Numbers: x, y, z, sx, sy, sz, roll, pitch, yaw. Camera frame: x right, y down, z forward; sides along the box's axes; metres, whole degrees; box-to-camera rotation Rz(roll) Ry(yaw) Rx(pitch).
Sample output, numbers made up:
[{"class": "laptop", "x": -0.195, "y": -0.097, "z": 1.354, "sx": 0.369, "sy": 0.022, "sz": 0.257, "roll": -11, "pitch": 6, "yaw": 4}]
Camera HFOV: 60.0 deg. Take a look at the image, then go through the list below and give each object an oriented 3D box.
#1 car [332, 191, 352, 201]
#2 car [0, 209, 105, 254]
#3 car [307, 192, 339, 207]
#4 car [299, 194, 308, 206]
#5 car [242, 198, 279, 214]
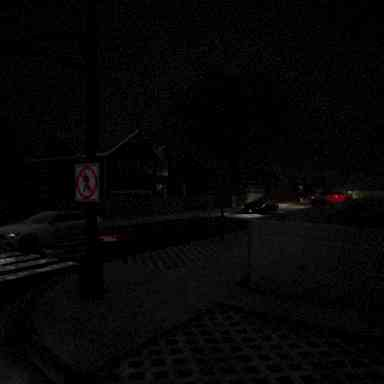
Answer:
[{"class": "car", "x": 21.892, "y": 0.798, "z": 48.704, "sx": 2.150, "sy": 2.045, "sz": 5.566, "roll": 0, "pitch": 1, "yaw": 38}, {"class": "car", "x": -5.675, "y": 1.462, "z": 13.555, "sx": 1.812, "sy": 1.442, "sz": 4.674, "roll": 0, "pitch": 1, "yaw": 34}, {"class": "car", "x": 16.044, "y": 1.141, "z": 40.542, "sx": 1.882, "sy": 1.535, "sz": 5.008, "roll": 0, "pitch": 1, "yaw": 35}, {"class": "car", "x": 16.561, "y": 0.977, "z": 46.175, "sx": 2.097, "sy": 1.767, "sz": 4.553, "roll": 0, "pitch": 1, "yaw": 36}, {"class": "car", "x": 6.681, "y": 1.306, "z": 31.918, "sx": 2.033, "sy": 1.411, "sz": 5.357, "roll": 0, "pitch": 1, "yaw": 34}]
